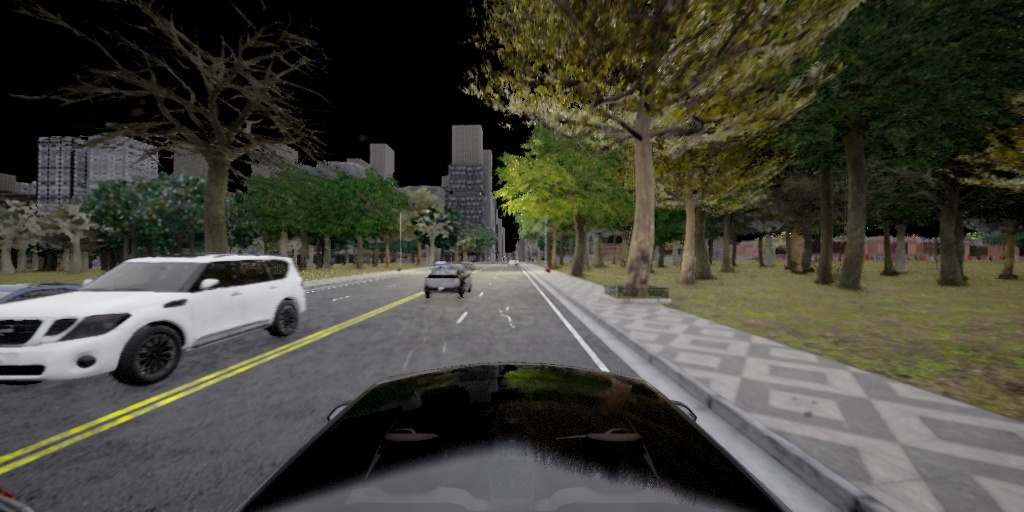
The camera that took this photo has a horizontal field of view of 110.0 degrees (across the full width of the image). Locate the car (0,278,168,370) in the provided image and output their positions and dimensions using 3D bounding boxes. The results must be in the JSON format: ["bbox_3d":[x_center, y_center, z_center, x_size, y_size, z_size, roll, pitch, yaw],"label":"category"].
[{"bbox_3d":[-9.847,1.278,6.986,1.812,1.442,4.674,0,0,0],"label":"car"}]

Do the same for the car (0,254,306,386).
[{"bbox_3d":[-6.598,0.975,7.344,2.150,2.045,5.566,0,0,0],"label":"car"}]

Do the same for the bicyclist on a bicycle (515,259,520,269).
[{"bbox_3d":[0.908,1.349,57.392,0.866,1.612,1.509,0,0,0],"label":"bicyclist on a bicycle"}]

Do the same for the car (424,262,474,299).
[{"bbox_3d":[-3.144,1.262,18.334,2.128,1.511,4.902,0,0,0],"label":"car"}]
